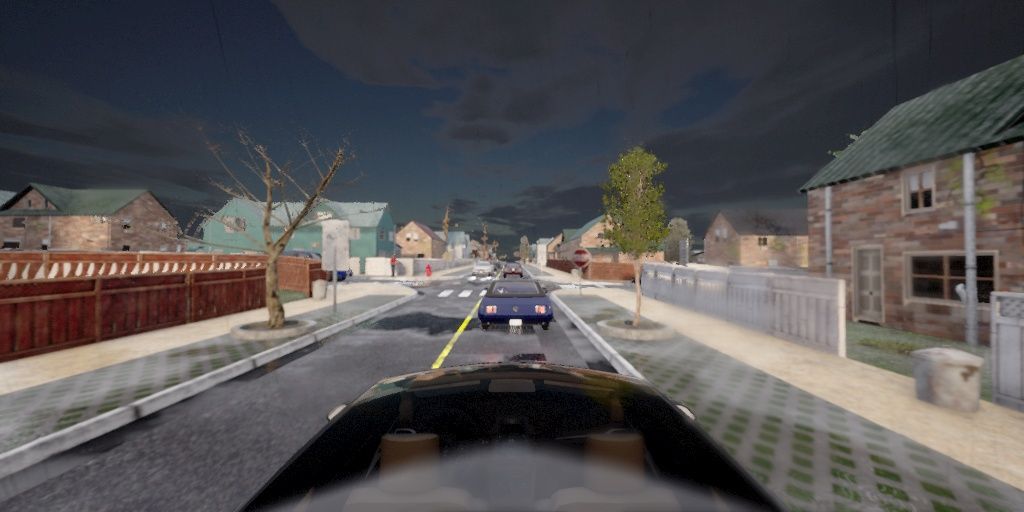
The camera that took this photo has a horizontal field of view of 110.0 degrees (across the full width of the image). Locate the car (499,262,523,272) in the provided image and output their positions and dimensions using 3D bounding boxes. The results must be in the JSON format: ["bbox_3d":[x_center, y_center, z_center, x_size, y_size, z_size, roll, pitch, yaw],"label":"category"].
[{"bbox_3d":[0.099,1.287,35.294,2.033,1.411,5.357,0,0,0],"label":"car"}]

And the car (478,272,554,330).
[{"bbox_3d":[0.096,1.342,11.021,1.895,1.301,4.718,0,0,0],"label":"car"}]

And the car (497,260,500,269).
[{"bbox_3d":[-2.854,1.247,46.817,2.128,1.511,4.902,0,0,0],"label":"car"}]

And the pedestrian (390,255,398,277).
[{"bbox_3d":[-9.635,0.758,29.091,0.375,1.860,0.375,0,-2,0],"label":"pedestrian"}]

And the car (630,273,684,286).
[{"bbox_3d":[11.226,1.519,26.176,5.008,1.535,1.882,1,-1,0],"label":"car"}]

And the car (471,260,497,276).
[{"bbox_3d":[-2.893,1.268,36.648,1.812,1.442,4.674,0,0,2],"label":"car"}]

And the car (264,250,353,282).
[{"bbox_3d":[-13.332,0.667,23.256,5.566,2.045,2.150,1,-1,-1],"label":"car"}]

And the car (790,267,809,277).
[{"bbox_3d":[21.054,1.616,26.174,4.553,1.767,2.097,1,-1,0],"label":"car"}]
